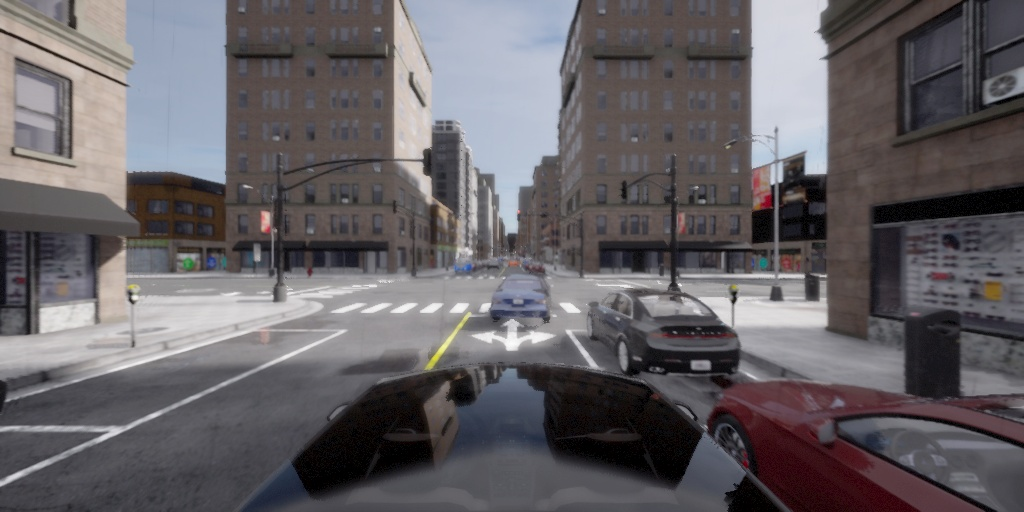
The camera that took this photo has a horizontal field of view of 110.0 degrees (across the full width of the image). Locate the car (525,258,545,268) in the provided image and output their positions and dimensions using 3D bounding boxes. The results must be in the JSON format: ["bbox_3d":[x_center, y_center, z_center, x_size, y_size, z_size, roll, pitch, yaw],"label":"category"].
[{"bbox_3d":[2.825,1.279,41.904,1.967,1.591,4.097,0,0,0],"label":"car"}]

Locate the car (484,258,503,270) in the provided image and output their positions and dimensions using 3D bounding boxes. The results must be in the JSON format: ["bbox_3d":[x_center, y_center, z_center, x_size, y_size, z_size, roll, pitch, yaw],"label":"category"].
[{"bbox_3d":[-2.854,1.376,55.038,1.837,1.490,4.892,0,-1,1],"label":"car"}]

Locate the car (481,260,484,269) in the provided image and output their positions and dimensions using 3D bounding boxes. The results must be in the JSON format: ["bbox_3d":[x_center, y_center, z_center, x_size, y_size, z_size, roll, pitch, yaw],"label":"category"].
[{"bbox_3d":[-5.647,1.431,53.279,1.948,1.339,4.313,0,0,0],"label":"car"}]

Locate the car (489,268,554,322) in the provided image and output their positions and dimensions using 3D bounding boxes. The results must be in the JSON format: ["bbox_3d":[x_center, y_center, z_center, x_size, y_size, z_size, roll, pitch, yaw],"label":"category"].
[{"bbox_3d":[0.448,1.321,12.464,2.033,1.411,5.357,0,0,6],"label":"car"}]

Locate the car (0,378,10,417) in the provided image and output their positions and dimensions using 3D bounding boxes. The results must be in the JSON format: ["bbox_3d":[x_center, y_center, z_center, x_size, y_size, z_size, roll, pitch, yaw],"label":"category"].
[{"bbox_3d":[-5.857,1.301,1.658,2.007,1.370,4.403,0,0,0],"label":"car"}]

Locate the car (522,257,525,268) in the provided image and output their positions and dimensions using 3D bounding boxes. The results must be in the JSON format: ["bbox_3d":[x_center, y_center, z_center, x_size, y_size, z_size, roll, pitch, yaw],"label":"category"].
[{"bbox_3d":[2.879,1.305,53.243,1.967,1.591,4.097,0,0,0],"label":"car"}]

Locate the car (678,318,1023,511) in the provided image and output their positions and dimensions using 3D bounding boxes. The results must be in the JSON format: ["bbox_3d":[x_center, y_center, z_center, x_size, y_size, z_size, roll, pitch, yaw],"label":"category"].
[{"bbox_3d":[2.669,1.332,1.661,1.802,1.307,4.207,0,0,0],"label":"car"}]

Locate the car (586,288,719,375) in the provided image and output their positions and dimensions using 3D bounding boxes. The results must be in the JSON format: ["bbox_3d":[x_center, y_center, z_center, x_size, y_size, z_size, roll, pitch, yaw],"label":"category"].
[{"bbox_3d":[2.671,1.312,7.255,2.007,1.370,4.403,0,0,0],"label":"car"}]

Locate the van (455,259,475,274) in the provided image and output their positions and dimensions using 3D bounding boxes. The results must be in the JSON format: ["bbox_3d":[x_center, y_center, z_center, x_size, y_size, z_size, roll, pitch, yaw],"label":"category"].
[{"bbox_3d":[-5.701,1.180,41.943,1.690,1.789,3.998,0,0,0],"label":"van"}]

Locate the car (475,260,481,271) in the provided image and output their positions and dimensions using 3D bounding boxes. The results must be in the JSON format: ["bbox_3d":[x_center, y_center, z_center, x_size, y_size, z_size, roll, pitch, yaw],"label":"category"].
[{"bbox_3d":[-5.674,1.292,47.611,1.967,1.591,4.097,0,0,0],"label":"car"}]
